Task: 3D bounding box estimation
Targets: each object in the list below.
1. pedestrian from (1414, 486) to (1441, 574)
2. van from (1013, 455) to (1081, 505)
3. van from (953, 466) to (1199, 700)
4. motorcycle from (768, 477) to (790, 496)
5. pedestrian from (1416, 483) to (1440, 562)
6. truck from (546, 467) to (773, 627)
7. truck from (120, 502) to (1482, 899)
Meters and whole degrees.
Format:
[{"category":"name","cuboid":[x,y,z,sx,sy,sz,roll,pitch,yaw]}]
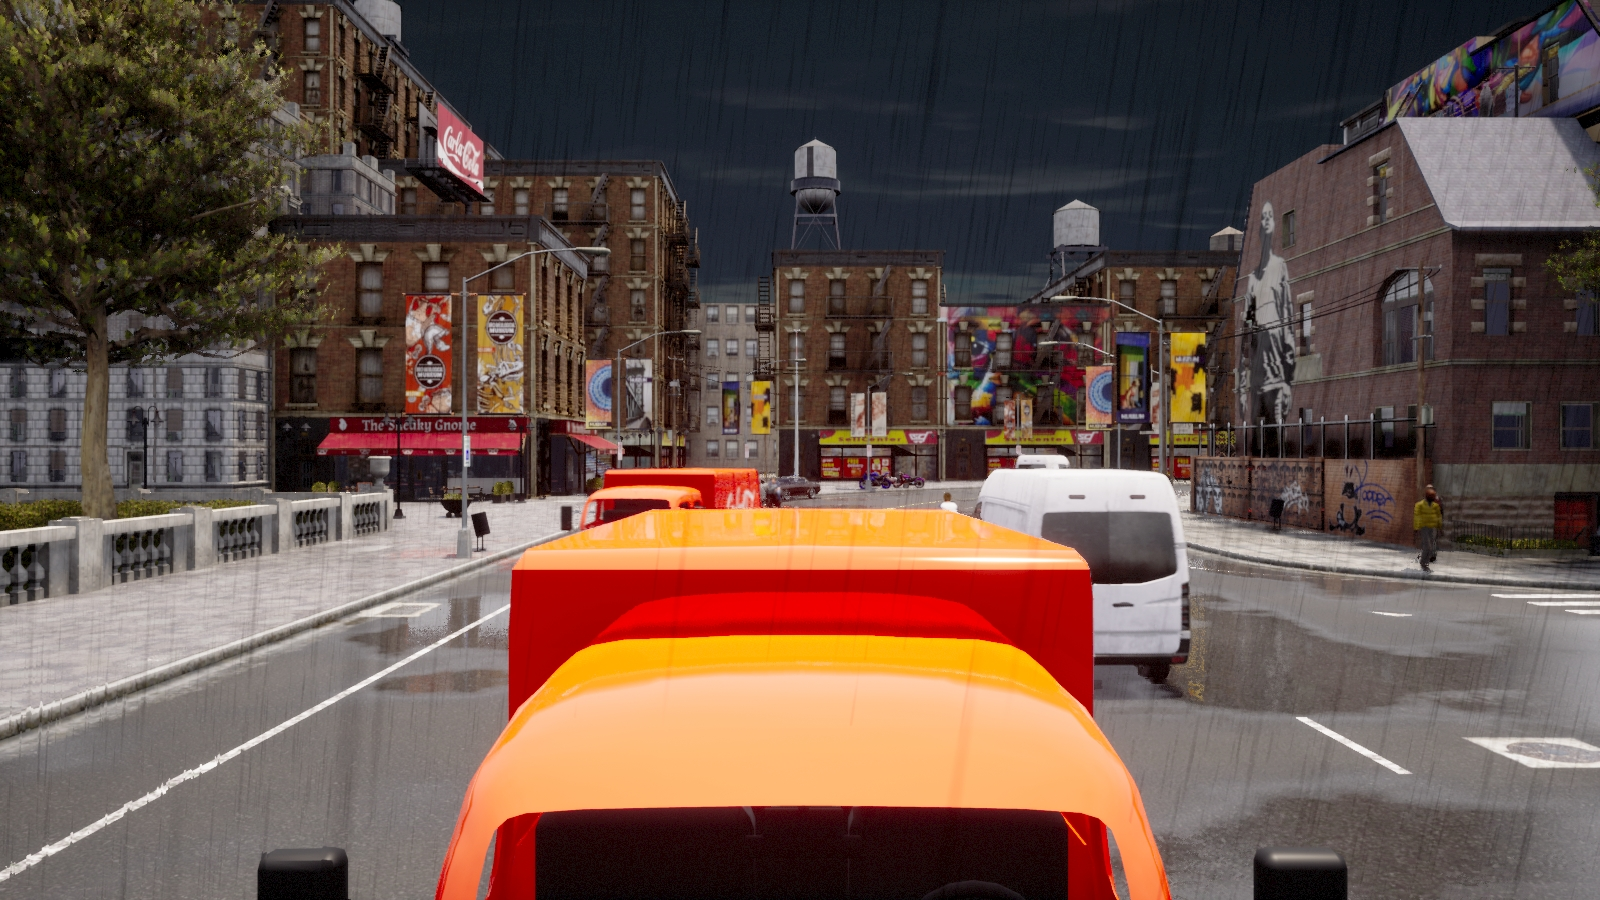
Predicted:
[{"category":"pedestrian","cuboid":[13.488,1.718,24.555,0.375,1.860,0.375,0,0,-2]},{"category":"van","cuboid":[13.404,1.558,61.700,1.988,2.561,5.915,0,0,29]},{"category":"van","cuboid":[3.515,1.541,15.859,1.988,2.561,5.915,0,0,0]},{"category":"motorcycle","cuboid":[-1.318,2.240,70.605,0.803,1.145,2.033,1,0,16]},{"category":"pedestrian","cuboid":[14.895,1.707,27.090,0.375,1.860,0.375,0,0,5]},{"category":"truck","cuboid":[-2.349,1.576,20.990,2.627,2.467,5.204,0,0,11]},{"category":"truck","cuboid":[-0.002,1.571,4.805,2.627,2.467,5.204,0,0,0]}]
